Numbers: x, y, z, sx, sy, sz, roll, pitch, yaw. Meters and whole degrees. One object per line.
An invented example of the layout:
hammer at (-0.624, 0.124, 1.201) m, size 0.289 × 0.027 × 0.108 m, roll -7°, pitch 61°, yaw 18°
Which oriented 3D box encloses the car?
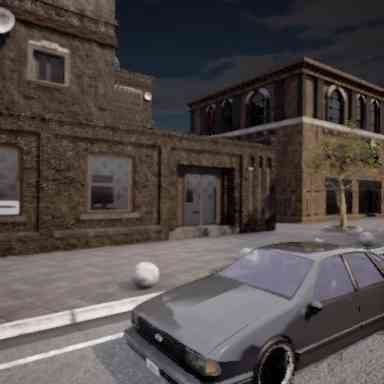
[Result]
car at (1.731, 1.547, 5.228) m, size 5.357 × 1.411 × 2.033 m, roll 0°, pitch 0°, yaw -35°
